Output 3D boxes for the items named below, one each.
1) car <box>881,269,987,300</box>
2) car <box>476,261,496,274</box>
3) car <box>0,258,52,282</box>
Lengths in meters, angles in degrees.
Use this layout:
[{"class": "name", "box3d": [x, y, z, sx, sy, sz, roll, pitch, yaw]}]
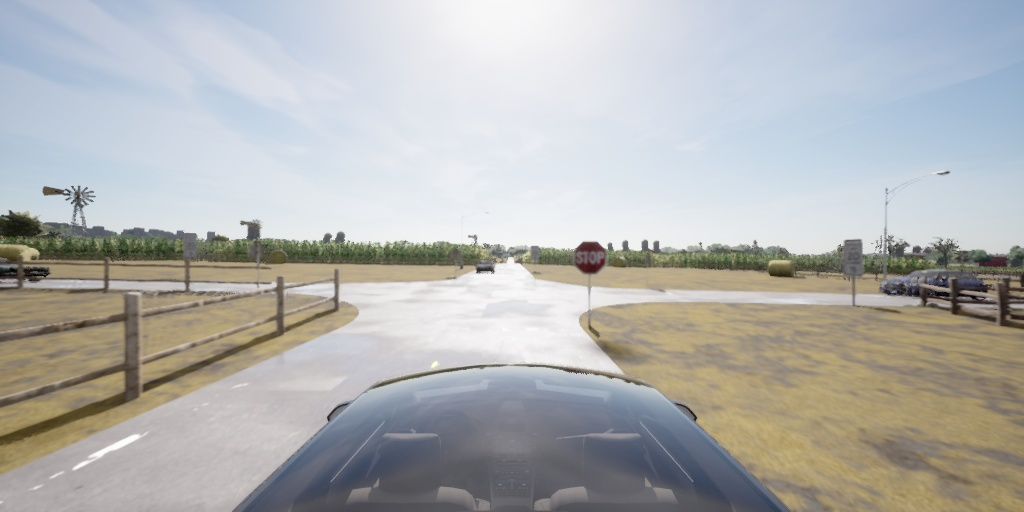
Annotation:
[{"class": "car", "box3d": [24.880, 1.605, 21.275, 4.553, 1.767, 2.097, 1, 0, 0]}, {"class": "car", "box3d": [-2.751, 1.179, 37.974, 1.895, 1.301, 4.718, 0, 0, 0]}, {"class": "car", "box3d": [-26.777, 0.715, 18.225, 4.718, 1.301, 1.895, 1, 0, 0]}]
